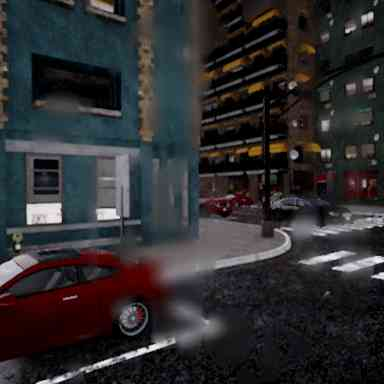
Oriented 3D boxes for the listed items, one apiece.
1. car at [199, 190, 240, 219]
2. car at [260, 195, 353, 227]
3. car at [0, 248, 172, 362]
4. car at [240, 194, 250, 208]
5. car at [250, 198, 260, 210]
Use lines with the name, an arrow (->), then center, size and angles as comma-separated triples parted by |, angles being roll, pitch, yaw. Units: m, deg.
car -> 0.582, 0.744, 23.034 | 2.192, 1.841, 5.009 | 0, 1, -36
car -> 6.492, 1.007, 18.645 | 2.128, 1.511, 4.902 | -1, 2, -31
car -> -2.276, 1.563, 4.927 | 4.206, 1.307, 1.802 | -1, 1, -36
car -> 4.116, 0.823, 32.432 | 1.802, 1.307, 4.206 | 0, 1, -36
car -> 7.387, 0.887, 27.923 | 1.947, 1.339, 4.313 | 0, 1, -36
